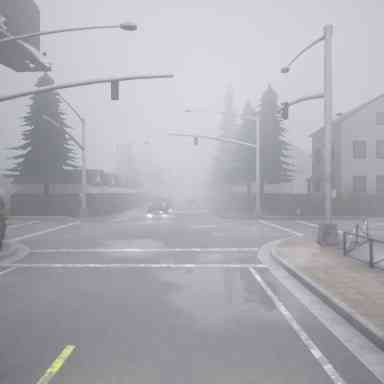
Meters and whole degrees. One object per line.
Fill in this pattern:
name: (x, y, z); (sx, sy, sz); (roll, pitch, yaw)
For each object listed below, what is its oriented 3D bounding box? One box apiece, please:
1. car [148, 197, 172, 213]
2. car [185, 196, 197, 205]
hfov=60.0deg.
car: (-3.674, 1.352, 37.056); (2.097, 1.767, 4.553); (0, 0, 0)
car: (-0.121, 1.492, 59.259); (2.128, 1.511, 4.902); (0, 0, 0)
